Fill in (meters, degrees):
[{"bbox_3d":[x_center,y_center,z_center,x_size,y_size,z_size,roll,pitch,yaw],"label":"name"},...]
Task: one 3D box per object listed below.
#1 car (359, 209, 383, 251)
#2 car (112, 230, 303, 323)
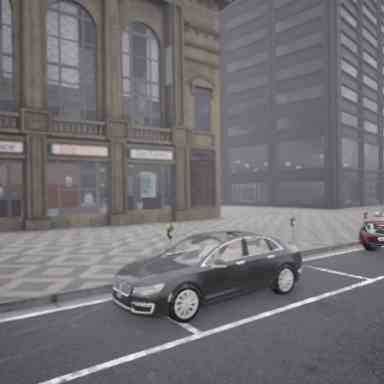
[{"bbox_3d":[8.471,1.259,12.713,5.009,1.841,2.192,0,-1,-36],"label":"car"},{"bbox_3d":[0.520,1.536,7.033,4.403,1.369,2.008,0,-1,-36],"label":"car"}]
